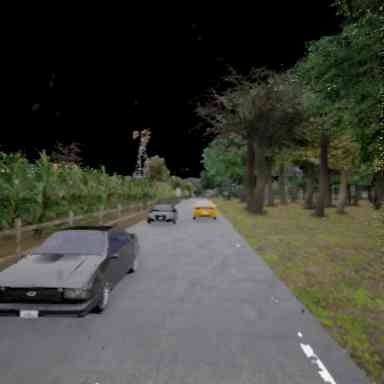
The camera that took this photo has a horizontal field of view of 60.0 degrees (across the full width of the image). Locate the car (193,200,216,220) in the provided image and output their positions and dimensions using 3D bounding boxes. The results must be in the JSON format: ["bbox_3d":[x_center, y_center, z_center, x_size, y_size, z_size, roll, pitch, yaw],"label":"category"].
[{"bbox_3d":[1.068,1.473,28.516,1.882,1.535,5.008,1,0,2],"label":"car"}]

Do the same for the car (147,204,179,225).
[{"bbox_3d":[-2.016,1.530,23.882,1.994,1.385,4.181,1,0,2],"label":"car"}]

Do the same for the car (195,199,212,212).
[{"bbox_3d":[1.403,1.600,40.203,1.895,1.301,4.718,1,0,2],"label":"car"}]

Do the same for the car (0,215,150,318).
[{"bbox_3d":[-2.477,1.518,7.846,2.033,1.411,5.357,1,0,1],"label":"car"}]
